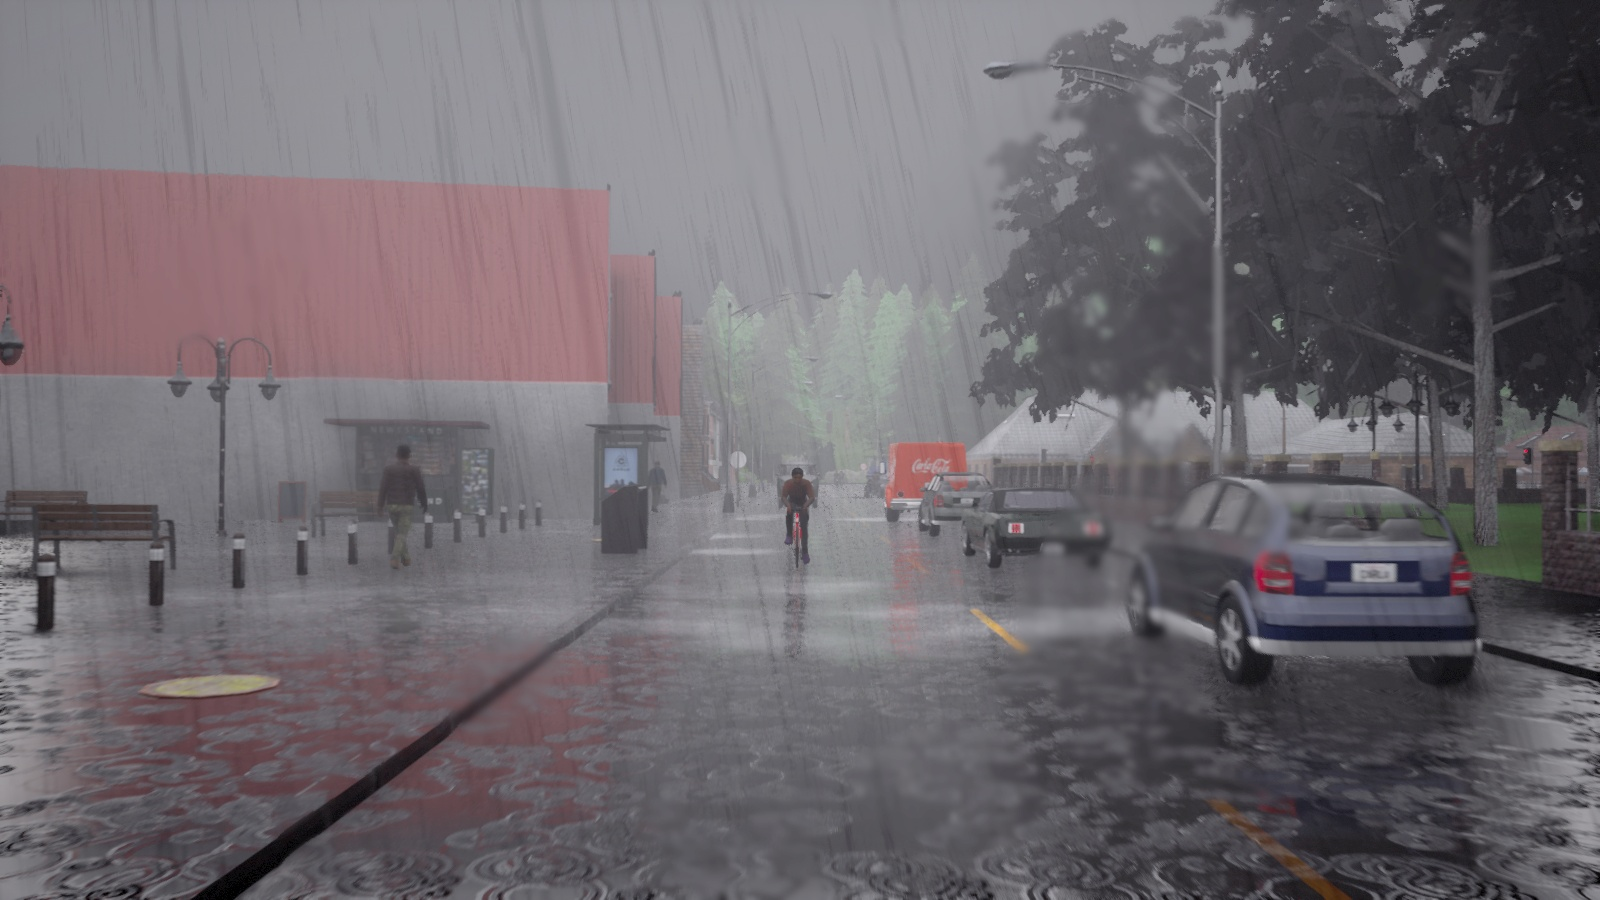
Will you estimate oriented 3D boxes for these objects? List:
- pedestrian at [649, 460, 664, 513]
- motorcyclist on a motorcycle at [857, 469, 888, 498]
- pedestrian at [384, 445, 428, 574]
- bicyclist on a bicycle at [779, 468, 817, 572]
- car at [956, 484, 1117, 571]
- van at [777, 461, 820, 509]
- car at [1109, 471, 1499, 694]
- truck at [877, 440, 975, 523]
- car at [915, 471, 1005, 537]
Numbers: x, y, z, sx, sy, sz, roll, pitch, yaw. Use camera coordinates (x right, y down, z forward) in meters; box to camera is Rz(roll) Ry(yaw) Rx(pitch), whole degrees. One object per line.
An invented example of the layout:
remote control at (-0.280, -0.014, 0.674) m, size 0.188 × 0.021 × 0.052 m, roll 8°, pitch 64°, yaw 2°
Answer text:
pedestrian at (-5.026, 1.282, 44.036) m, size 0.402 × 1.842 × 0.726 m, roll 0°, pitch -1°, yaw 4°
motorcyclist on a motorcycle at (4.369, 2.016, 75.767) m, size 0.766 × 1.649 × 2.350 m, roll 3°, pitch -2°, yaw -25°
pedestrian at (-5.734, 0.853, 18.291) m, size 0.431 × 1.840 × 0.703 m, roll 0°, pitch -1°, yaw -2°
bicyclist on a bicycle at (-0.035, 1.111, 20.498) m, size 0.582 × 1.620 × 1.656 m, roll 0°, pitch -1°, yaw 0°
car at (3.964, 1.265, 21.852) m, size 1.895 × 1.301 × 4.718 m, roll 0°, pitch -1°, yaw 0°
van at (-0.075, 1.474, 54.137) m, size 1.775 × 1.987 × 4.442 m, roll 0°, pitch -1°, yaw 0°
car at (3.976, 0.955, 10.629) m, size 1.789 × 1.549 × 3.705 m, roll 0°, pitch -1°, yaw 0°
truck at (3.943, 0.988, 40.362) m, size 2.627 × 2.467 × 5.204 m, roll 0°, pitch -1°, yaw 0°
car at (3.954, 1.306, 31.596) m, size 1.789 × 1.549 × 3.705 m, roll 0°, pitch -1°, yaw 0°
